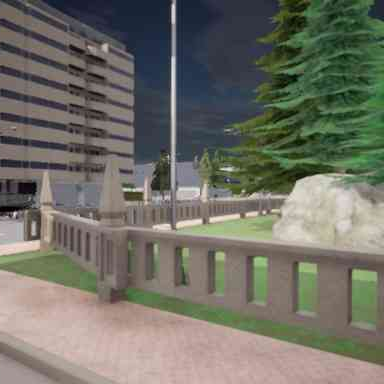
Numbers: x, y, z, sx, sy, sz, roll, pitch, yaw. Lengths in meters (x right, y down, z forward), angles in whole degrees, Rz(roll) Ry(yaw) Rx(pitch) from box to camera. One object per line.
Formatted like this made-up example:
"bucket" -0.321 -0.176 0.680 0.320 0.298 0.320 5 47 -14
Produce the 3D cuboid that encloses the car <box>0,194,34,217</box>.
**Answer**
"car" -15.003 1.175 26.042 2.150 2.045 5.566 0 0 33

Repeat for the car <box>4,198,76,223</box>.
"car" -11.182 1.456 25.497 2.128 1.511 4.902 0 0 33

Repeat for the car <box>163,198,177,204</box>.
"car" -2.060 1.530 45.919 1.895 1.301 4.718 0 0 33

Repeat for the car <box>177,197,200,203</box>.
"car" 0.631 1.432 43.637 2.128 1.511 4.902 0 0 33
